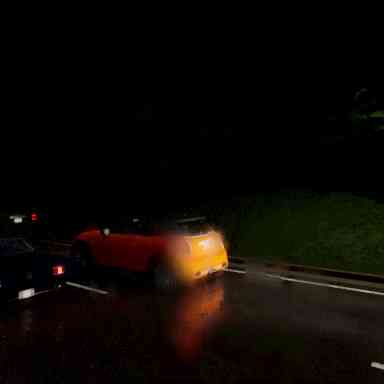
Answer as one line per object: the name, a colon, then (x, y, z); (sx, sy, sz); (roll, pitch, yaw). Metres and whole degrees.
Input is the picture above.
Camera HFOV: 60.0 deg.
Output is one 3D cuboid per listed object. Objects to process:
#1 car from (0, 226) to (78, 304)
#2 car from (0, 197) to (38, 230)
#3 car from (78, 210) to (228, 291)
car: (-4.881, 1.601, 7.476); (4.718, 1.301, 1.895); (0, 0, 35)
car: (-9.102, 1.222, 14.788); (5.566, 2.045, 2.150); (0, 0, 36)
car: (-1.355, 1.352, 9.263); (4.553, 1.767, 2.097); (0, 0, 36)
